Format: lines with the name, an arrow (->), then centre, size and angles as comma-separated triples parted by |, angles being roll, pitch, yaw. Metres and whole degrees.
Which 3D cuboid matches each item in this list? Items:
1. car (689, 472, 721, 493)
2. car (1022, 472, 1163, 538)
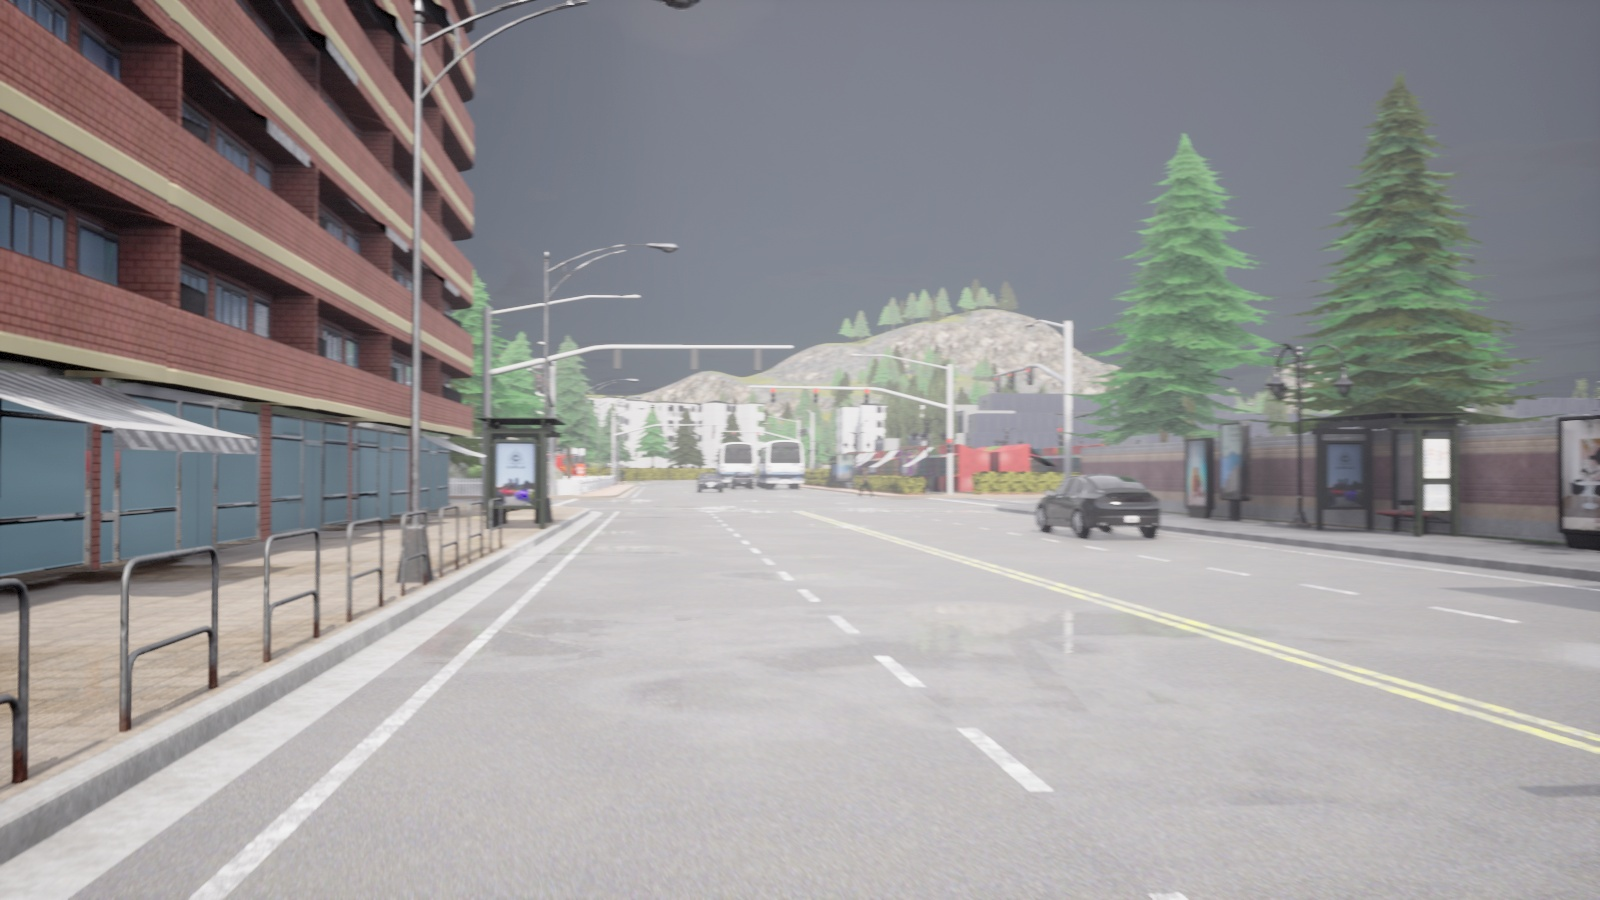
car -> -7.083, 2.406, 93.051 | 2.128, 1.511, 4.902 | 0, -1, -7
car -> 7.108, 1.299, 31.055 | 1.837, 1.490, 4.892 | 0, -1, -7
